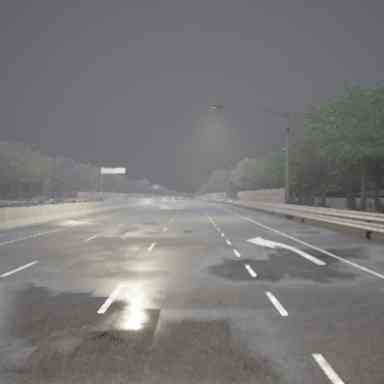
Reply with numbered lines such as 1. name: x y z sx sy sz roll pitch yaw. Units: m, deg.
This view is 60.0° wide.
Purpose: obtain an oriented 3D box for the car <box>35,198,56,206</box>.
1. car: -24.558 2.135 57.285 1.994 1.385 4.181 0 -1 1

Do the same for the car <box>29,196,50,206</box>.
1. car: -28.039 1.834 61.624 2.150 2.045 5.566 0 -1 0

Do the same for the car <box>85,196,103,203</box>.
1. car: -17.550 1.822 59.870 2.150 2.045 5.566 0 -1 0

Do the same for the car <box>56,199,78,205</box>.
1. car: -21.061 2.076 57.280 1.837 1.490 4.892 0 -1 1
